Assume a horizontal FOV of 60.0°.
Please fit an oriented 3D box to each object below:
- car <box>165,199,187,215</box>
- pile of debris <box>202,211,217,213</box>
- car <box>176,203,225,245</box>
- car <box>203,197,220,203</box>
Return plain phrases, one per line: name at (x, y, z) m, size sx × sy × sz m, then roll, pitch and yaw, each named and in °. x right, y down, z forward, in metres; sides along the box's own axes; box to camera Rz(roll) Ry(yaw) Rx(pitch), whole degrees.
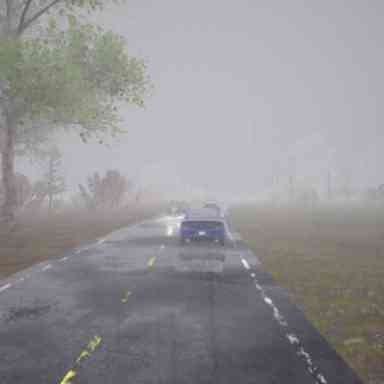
car at (-1.423, 1.503, 33.304) m, size 2.128 × 1.511 × 4.902 m, roll 0°, pitch 0°, yaw 6°
pile of debris at (1.914, 2.192, 36.121) m, size 1.500 × 0.140 × 1.860 m, roll 0°, pitch 0°, yaw 6°
car at (0.514, 1.486, 15.660) m, size 1.882 × 1.535 × 5.008 m, roll 0°, pitch 0°, yaw 3°
car at (2.113, 1.543, 36.542) m, size 1.812 × 1.442 × 4.674 m, roll 0°, pitch 0°, yaw 6°
